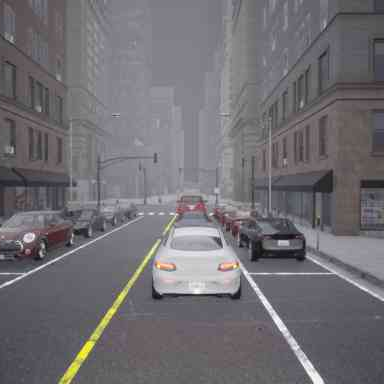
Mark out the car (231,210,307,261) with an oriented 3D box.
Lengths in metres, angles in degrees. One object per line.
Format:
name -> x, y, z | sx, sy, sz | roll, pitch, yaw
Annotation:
car -> 2.742, 1.564, 12.037 | 1.947, 1.339, 4.313 | -1, 0, 0

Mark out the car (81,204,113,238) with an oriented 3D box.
car -> -5.788, 1.564, 17.535 | 1.947, 1.339, 4.313 | -1, 0, 0

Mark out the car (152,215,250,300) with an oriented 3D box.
car -> 0.093, 1.524, 8.279 | 1.812, 1.442, 4.674 | 0, 0, 0

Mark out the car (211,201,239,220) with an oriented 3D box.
car -> 2.728, 1.544, 28.552 | 1.887, 1.381, 4.507 | -1, 0, 0

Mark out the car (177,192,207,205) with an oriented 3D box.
car -> -0.022, 1.220, 26.152 | 2.150, 2.045, 5.566 | 0, 0, 0

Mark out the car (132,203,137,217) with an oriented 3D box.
car -> -5.797, 1.543, 28.546 | 1.887, 1.381, 4.507 | -1, 0, 0

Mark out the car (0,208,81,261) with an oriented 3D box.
car -> -5.785, 1.438, 12.029 | 1.967, 1.590, 4.097 | -1, 0, 0

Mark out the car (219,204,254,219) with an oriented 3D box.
car -> 2.737, 1.543, 17.541 | 1.887, 1.381, 4.507 | -1, 0, 0

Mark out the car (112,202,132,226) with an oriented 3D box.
car -> -5.792, 1.549, 23.040 | 2.008, 1.369, 4.403 | -1, 0, 0

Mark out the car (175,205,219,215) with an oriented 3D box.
car -> 0.083, 1.562, 16.765 | 1.994, 1.385, 4.181 | 0, 0, 0

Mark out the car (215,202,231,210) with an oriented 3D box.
car -> 2.733, 1.543, 23.047 | 1.887, 1.381, 4.507 | -1, 0, 0
